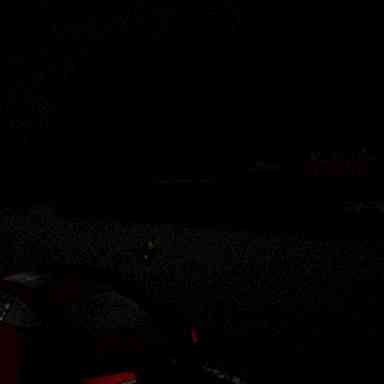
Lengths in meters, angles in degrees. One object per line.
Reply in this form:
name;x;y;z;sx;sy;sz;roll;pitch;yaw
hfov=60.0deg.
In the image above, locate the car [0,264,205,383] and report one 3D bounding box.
car;-1.810;1.581;4.093;4.206;1.307;1.802;0;1;36
